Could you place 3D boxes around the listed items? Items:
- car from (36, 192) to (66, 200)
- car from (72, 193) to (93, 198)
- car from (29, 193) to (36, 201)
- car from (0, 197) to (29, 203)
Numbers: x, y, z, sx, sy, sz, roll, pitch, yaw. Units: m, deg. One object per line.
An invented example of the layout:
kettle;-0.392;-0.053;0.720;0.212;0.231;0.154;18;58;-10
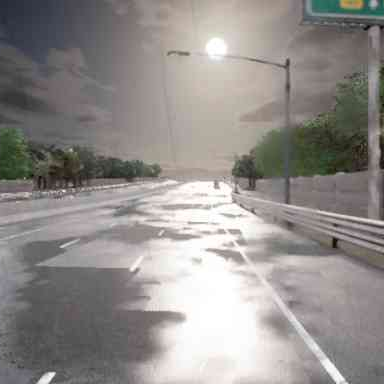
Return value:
car;-20.028;0.891;48.502;2.128;1.511;4.902;0;2;3
car;-16.440;0.834;50.128;1.882;1.535;5.008;0;1;3
car;-23.393;0.824;51.108;2.128;1.511;4.902;0;1;3
car;-17.177;1.312;30.334;1.994;1.385;4.181;0;1;2
